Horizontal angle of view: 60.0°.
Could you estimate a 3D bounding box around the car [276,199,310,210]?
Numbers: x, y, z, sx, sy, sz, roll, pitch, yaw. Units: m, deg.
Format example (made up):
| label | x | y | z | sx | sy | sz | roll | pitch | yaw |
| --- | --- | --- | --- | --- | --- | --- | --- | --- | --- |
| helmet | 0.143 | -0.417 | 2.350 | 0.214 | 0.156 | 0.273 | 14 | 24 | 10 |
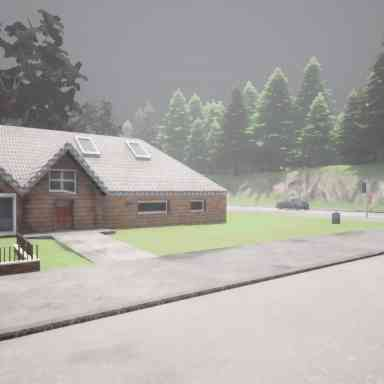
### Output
| label | x | y | z | sx | sy | sz | roll | pitch | yaw |
| --- | --- | --- | --- | --- | --- | --- | --- | --- | --- |
| car | 12.765 | 1.564 | 42.324 | 1.994 | 1.385 | 4.181 | 0 | 0 | -35 |
